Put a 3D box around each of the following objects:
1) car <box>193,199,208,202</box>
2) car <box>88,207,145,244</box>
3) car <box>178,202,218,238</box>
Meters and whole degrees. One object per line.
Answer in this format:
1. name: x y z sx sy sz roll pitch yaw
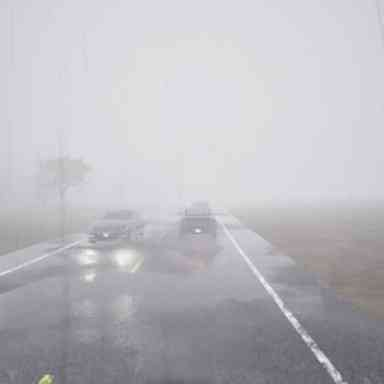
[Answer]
1. car: 0.935 1.478 35.845 1.882 1.535 5.008 0 0 3
2. car: -3.412 1.507 15.809 1.837 1.490 4.892 0 0 1
3. car: 0.320 1.508 17.547 1.837 1.490 4.892 0 0 1
